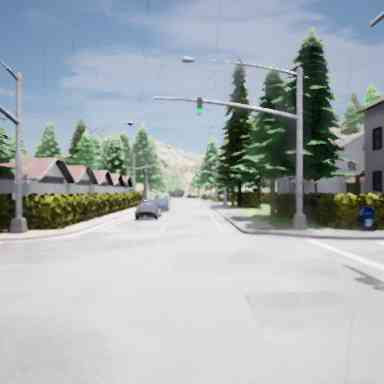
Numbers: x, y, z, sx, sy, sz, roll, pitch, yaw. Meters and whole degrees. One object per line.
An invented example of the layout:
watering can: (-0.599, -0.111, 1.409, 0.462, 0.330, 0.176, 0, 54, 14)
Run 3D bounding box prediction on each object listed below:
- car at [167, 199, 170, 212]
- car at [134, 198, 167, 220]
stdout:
car: (-3.578, 1.408, 38.526, 1.882, 1.535, 5.008, 0, 0, 0)
car: (-3.597, 1.497, 28.243, 2.033, 1.411, 5.357, 0, 0, 0)
